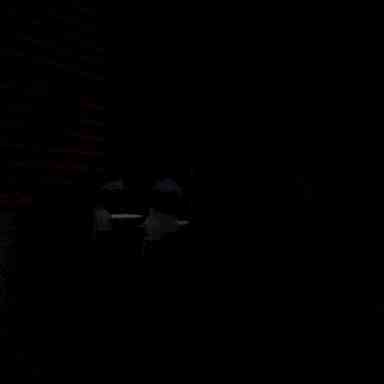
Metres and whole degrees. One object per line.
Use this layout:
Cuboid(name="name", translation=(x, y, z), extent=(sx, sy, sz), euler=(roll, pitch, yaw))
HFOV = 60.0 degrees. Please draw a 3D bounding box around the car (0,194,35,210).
Cuboid(name="car", translation=(-18.091, 1.004, 32.647), extent=(1.882, 1.535, 5.008), euler=(1, 1, 40))
